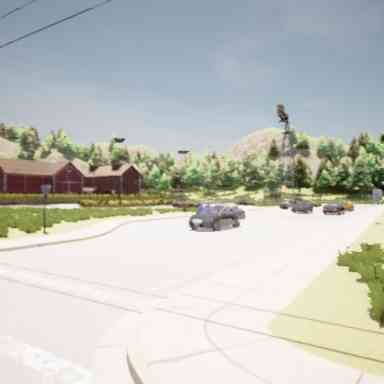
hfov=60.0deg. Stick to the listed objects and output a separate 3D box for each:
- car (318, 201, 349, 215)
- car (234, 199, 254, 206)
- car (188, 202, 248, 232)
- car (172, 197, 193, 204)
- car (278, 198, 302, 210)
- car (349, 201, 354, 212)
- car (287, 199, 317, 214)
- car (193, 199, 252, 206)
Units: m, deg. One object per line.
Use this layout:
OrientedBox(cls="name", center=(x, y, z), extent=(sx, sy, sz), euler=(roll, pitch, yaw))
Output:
OrientedBox(cls="car", center=(17.089, 2.010, 40.109), extent=(2.033, 1.411, 5.357), euler=(0, -1, 32))
OrientedBox(cls="car", center=(10.945, 2.200, 69.984), extent=(3.905, 1.438, 1.784), euler=(0, -1, 32))
OrientedBox(cls="car", center=(1.568, 1.695, 22.038), extent=(2.128, 1.511, 4.902), euler=(0, -1, 32))
OrientedBox(cls="car", center=(-0.875, 1.746, 50.866), extent=(4.605, 1.855, 1.932), euler=(0, -1, 32))
OrientedBox(cls="car", center=(15.770, 1.873, 52.430), extent=(3.866, 1.878, 1.905), euler=(0, -1, 32))
OrientedBox(cls="car", center=(22.714, 2.056, 49.239), extent=(1.882, 1.535, 5.008), euler=(0, -1, 32))
OrientedBox(cls="car", center=(13.861, 1.962, 41.725), extent=(1.837, 1.490, 4.892), euler=(0, -1, 32))
OrientedBox(cls="car", center=(2.876, 1.778, 31.943), extent=(4.611, 1.667, 2.242), euler=(0, -1, 32))
